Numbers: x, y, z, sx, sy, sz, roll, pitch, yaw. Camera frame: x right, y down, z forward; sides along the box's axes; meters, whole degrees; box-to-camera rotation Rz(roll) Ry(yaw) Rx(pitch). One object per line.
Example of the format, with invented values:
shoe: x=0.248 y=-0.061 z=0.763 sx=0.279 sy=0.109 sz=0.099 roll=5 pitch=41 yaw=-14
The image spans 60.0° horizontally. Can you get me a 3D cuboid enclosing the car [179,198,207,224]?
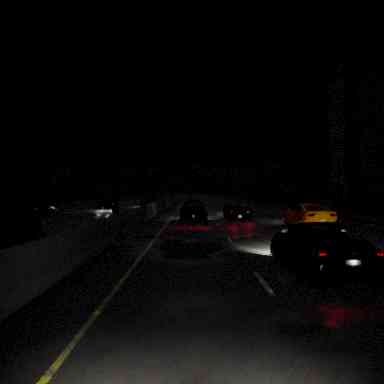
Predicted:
car: x=0.103 y=1.422 z=24.252 sx=1.882 sy=1.535 sz=5.008 roll=0 pitch=0 yaw=0

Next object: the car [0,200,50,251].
car: x=-7.099 y=1.320 z=11.625 sx=2.097 sy=1.767 sz=4.553 roll=0 pitch=0 yaw=0

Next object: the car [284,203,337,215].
car: x=7.103 y=1.428 z=20.420 sx=1.882 sy=1.535 sz=5.008 roll=0 pitch=0 yaw=0

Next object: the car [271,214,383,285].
car: x=3.601 y=1.537 z=9.410 sx=1.994 sy=1.385 sz=4.181 roll=0 pitch=0 yaw=0

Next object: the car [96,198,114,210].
car: x=-10.576 y=1.472 z=42.119 sx=2.033 sy=1.411 sz=5.357 roll=0 pitch=0 yaw=0

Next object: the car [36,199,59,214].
car: x=-14.093 y=1.428 z=31.020 sx=2.128 sy=1.511 sz=4.902 roll=0 pitch=0 yaw=0

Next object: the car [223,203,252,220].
car: x=3.603 y=1.541 z=27.175 sx=1.895 sy=1.301 sz=4.718 roll=0 pitch=0 yaw=0

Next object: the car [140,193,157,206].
car: x=-7.052 y=1.132 z=54.598 sx=2.150 sy=2.045 sz=5.566 roll=0 pitch=0 yaw=1
